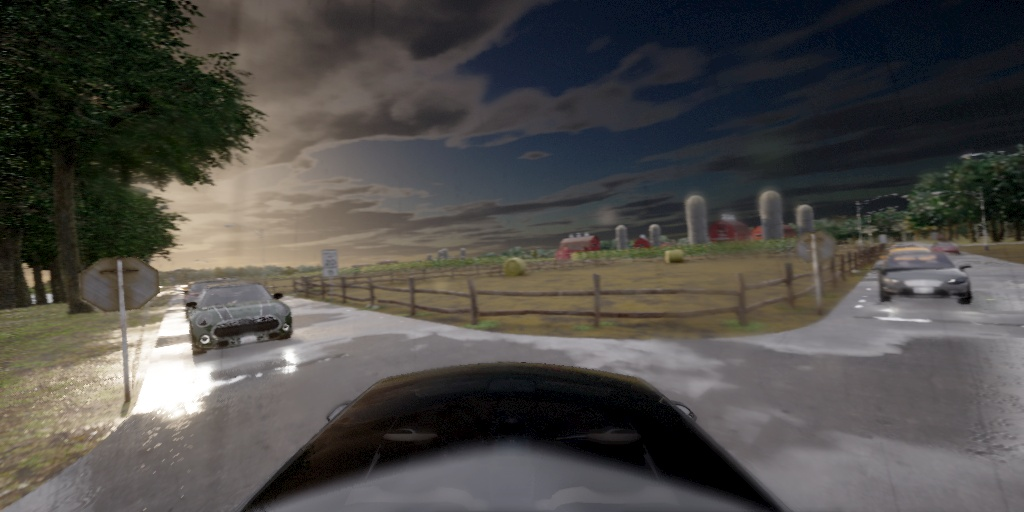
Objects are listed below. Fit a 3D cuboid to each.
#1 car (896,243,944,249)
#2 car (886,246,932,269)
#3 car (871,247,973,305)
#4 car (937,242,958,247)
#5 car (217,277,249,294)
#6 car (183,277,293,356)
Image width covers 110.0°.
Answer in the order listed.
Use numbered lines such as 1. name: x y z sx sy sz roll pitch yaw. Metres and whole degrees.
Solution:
1. car: 20.942 0.328 18.855 5.008 1.535 1.882 -2 -2 -43
2. car: 28.330 0.097 25.666 4.181 1.385 1.994 -2 -2 -43
3. car: 13.547 0.656 11.958 4.902 1.511 2.128 -2 -2 -43
4. car: 47.616 -0.822 39.515 4.181 1.385 1.994 -2 -2 -43
5. car: -29.495 3.037 37.801 2.128 1.511 4.902 -4 0 -43
6. car: -8.035 1.564 10.469 2.097 1.767 4.553 -4 0 -43
